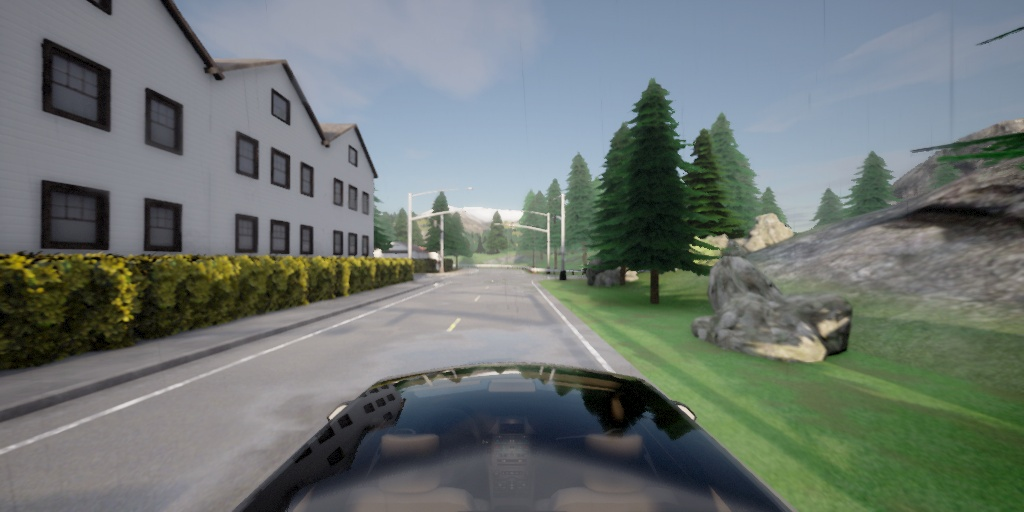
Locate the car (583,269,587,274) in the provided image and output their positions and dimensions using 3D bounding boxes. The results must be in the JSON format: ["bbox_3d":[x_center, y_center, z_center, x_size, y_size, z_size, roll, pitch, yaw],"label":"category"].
[{"bbox_3d":[10.306,1.436,38.988,5.008,1.535,1.882,0,-1,0],"label":"car"}]
